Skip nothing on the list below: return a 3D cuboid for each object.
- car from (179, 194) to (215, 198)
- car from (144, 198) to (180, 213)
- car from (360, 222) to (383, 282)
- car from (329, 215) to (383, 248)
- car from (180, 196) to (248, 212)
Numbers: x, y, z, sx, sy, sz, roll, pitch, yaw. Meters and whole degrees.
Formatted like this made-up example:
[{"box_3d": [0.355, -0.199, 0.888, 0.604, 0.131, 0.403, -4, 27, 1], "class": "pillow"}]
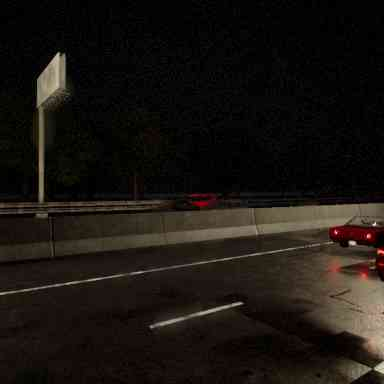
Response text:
[{"box_3d": [-0.134, 1.221, 29.735, 5.566, 2.045, 2.150, 0, 0, -36], "class": "car"}, {"box_3d": [-1.159, 1.478, 24.689, 5.008, 1.535, 1.882, 0, 0, -36], "class": "car"}, {"box_3d": [6.378, 1.526, 8.314, 4.674, 1.442, 1.812, 0, 0, -35], "class": "car"}, {"box_3d": [7.762, 1.602, 13.611, 4.718, 1.301, 1.895, 0, 0, -35], "class": "car"}, {"box_3d": [1.800, 1.352, 22.506, 4.553, 1.767, 2.097, 0, 0, -36], "class": "car"}]
